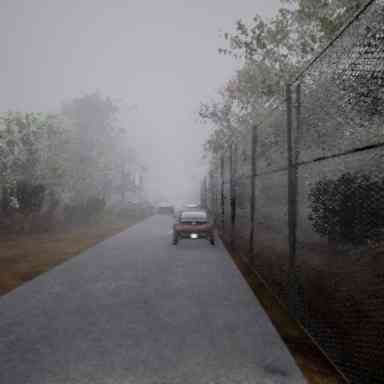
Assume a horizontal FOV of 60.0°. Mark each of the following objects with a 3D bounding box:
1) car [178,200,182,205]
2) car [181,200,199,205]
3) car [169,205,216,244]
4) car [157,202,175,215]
[{"bbox_3d":[-2.359,2.668,79.380,1.837,1.490,4.892,0,-2,4],"label":"car"},{"bbox_3d":[0.016,1.824,34.069,1.812,1.442,4.674,0,-1,0],"label":"car"},{"bbox_3d":[0.080,1.573,16.121,1.837,1.490,4.892,0,0,0],"label":"car"},{"bbox_3d":[-2.947,1.864,38.795,1.882,1.535,5.008,0,-1,0],"label":"car"}]
